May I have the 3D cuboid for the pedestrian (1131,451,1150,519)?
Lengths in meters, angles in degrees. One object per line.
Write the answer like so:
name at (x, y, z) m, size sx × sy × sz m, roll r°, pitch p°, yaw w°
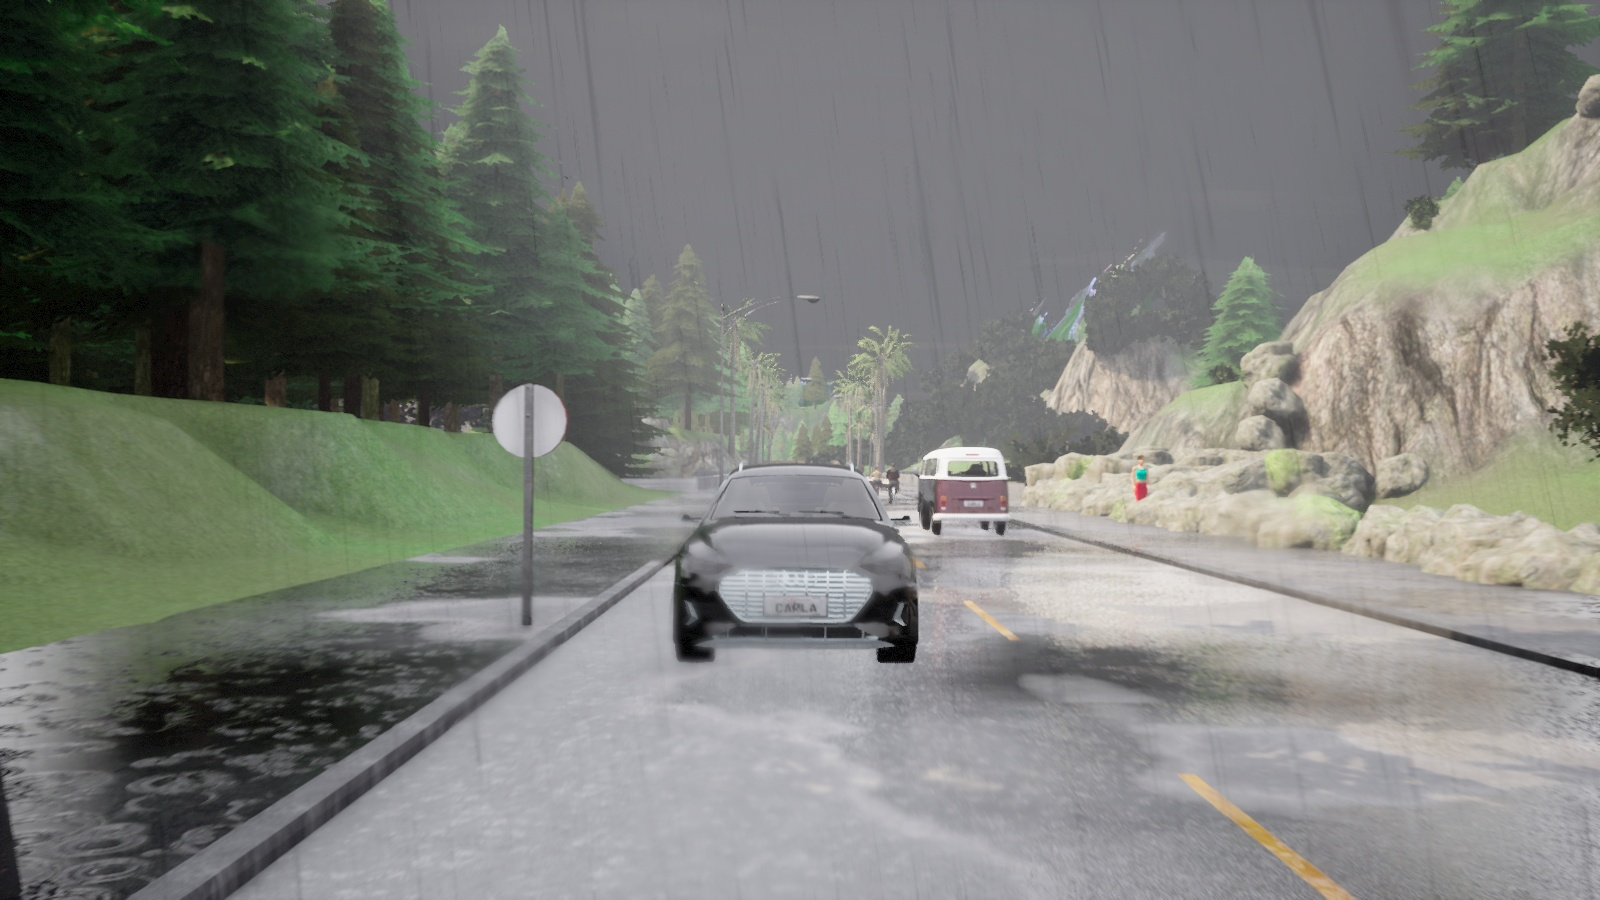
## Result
pedestrian at (9.251, 0.956, 34.131) m, size 0.345 × 1.836 × 0.594 m, roll 0°, pitch -1°, yaw -2°

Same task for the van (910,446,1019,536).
van at (3.924, 0.945, 30.698) m, size 2.069 × 2.038 × 4.480 m, roll 0°, pitch -1°, yaw 0°

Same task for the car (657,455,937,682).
car at (-0.028, 0.901, 11.575) m, size 2.033 × 1.649 × 4.856 m, roll 0°, pitch -1°, yaw 0°
